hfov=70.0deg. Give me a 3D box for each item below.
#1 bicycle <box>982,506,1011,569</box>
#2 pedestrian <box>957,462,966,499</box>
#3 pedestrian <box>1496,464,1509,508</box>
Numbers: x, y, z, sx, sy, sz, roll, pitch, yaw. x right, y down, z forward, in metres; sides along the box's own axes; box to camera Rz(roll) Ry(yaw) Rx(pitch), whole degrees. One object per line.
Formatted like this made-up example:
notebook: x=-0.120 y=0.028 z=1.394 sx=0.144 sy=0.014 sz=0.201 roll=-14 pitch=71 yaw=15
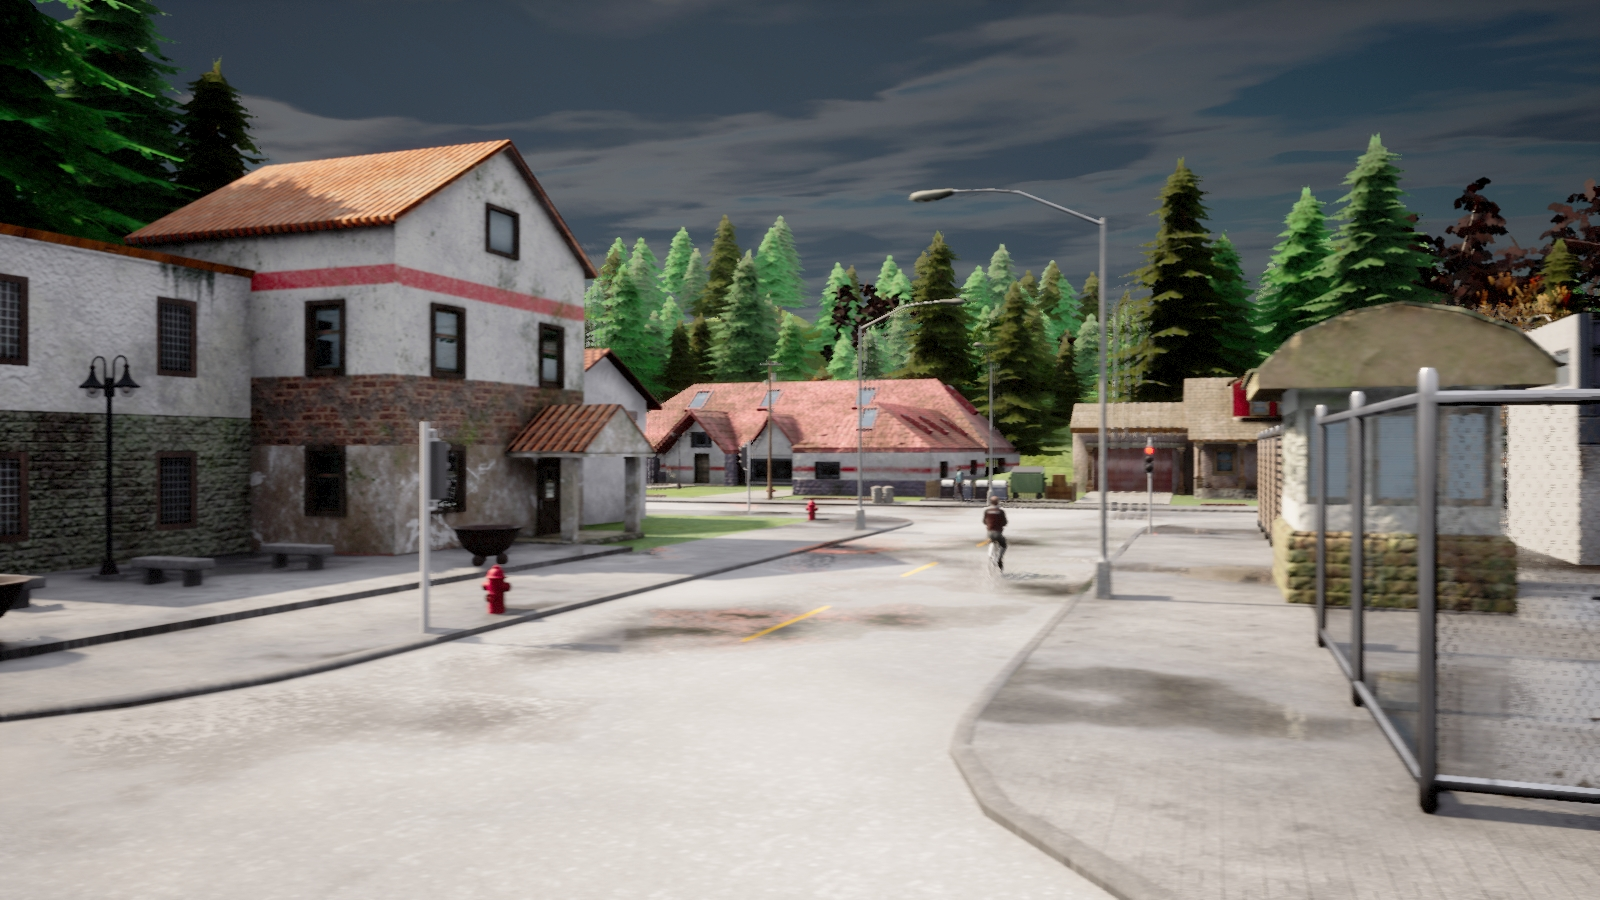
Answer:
bicycle: x=4.432 y=1.940 z=25.728 sx=0.329 sy=1.271 sz=1.835 roll=0 pitch=0 yaw=20
pedestrian: x=8.170 y=1.524 z=57.798 sx=0.375 sy=1.860 sz=0.375 roll=0 pitch=0 yaw=20
pedestrian: x=30.046 y=1.524 z=48.878 sx=0.375 sy=1.860 sz=0.375 roll=0 pitch=0 yaw=17
